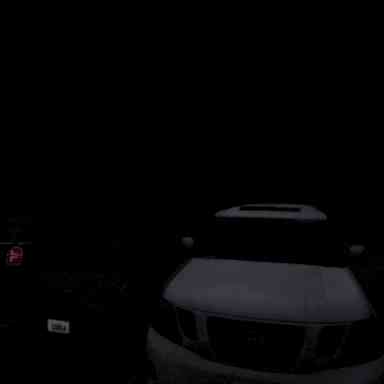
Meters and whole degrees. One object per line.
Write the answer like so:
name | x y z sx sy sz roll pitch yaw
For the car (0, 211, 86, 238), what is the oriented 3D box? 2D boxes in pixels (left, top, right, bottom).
car | -3.682 1.366 8.739 2.185 1.767 4.553 0 -1 16

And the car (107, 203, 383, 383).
car | 1.212 1.234 5.244 2.435 2.045 5.566 1 -1 16

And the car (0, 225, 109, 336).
car | -1.228 1.518 6.989 2.163 1.488 4.792 1 -1 16
